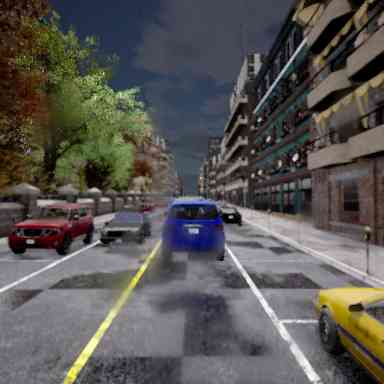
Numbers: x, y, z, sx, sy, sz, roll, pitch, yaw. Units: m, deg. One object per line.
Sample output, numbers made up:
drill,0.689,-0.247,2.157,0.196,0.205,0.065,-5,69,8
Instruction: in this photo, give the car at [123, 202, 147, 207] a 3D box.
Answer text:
car,-5.660,1.862,30.762,1.947,1.339,4.313,1,-1,0

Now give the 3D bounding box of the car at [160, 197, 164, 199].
car,-5.643,2.106,58.379,1.887,1.381,4.507,1,-1,0

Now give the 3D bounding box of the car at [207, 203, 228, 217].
car,2.723,1.915,36.281,1.947,1.339,4.313,1,-1,0

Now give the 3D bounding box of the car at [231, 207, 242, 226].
car,2.716,1.809,25.233,1.947,1.339,4.313,1,-1,0

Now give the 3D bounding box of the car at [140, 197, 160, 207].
car,-5.649,1.717,41.811,2.192,1.841,5.009,1,-1,0

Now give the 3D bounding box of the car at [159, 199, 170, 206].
car,-5.637,2.212,69.425,1.887,1.381,4.507,1,-1,0

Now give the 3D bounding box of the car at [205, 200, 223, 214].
car,2.729,1.842,41.805,1.967,1.590,4.097,1,-1,0

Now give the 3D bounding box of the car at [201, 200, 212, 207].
car,2.739,2.196,63.896,1.802,1.307,4.206,1,-1,0

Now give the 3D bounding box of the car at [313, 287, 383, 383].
car,2.704,1.559,3.311,1.752,1.417,4.829,1,-1,0

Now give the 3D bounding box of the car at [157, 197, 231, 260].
car,0.047,1.349,13.111,2.150,2.045,5.566,0,0,0

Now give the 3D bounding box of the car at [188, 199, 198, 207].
car,0.138,2.104,65.136,1.882,1.535,5.008,0,-1,0

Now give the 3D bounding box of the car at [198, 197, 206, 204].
car,2.727,2.321,91.513,1.967,1.590,4.097,1,-1,0

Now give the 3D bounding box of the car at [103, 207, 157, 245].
car,-3.092,1.710,16.757,2.033,1.411,5.357,0,-1,0

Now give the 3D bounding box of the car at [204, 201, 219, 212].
car,2.730,1.999,47.326,1.887,1.381,4.507,1,-1,0

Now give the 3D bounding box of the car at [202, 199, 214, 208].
car,2.738,2.001,58.375,1.967,1.590,4.097,1,-1,0

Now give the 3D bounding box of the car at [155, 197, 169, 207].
car,-5.636,1.929,63.903,2.192,1.841,5.009,1,-1,0

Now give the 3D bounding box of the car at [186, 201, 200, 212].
car,0.126,1.983,47.562,1.812,1.442,4.674,0,-1,0

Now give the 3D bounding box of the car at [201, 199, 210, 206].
car,2.743,2.194,69.589,1.752,1.417,4.829,1,-1,0

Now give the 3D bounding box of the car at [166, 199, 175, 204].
car,-5.611,2.394,85.994,1.947,1.339,4.313,1,-1,0

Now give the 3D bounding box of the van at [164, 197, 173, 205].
van,-5.635,2.116,80.473,1.690,1.788,3.998,1,-1,0

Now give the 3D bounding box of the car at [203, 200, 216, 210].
car,2.734,2.035,53.020,1.752,1.417,4.829,1,-1,0

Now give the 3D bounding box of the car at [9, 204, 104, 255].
car,-5.665,1.453,14.195,2.192,1.841,5.009,1,-1,0
